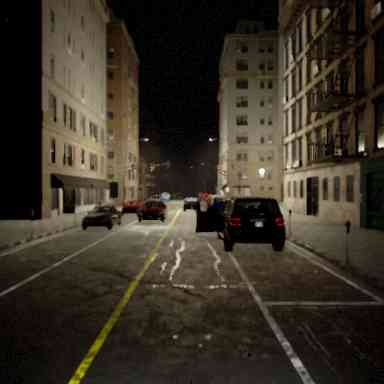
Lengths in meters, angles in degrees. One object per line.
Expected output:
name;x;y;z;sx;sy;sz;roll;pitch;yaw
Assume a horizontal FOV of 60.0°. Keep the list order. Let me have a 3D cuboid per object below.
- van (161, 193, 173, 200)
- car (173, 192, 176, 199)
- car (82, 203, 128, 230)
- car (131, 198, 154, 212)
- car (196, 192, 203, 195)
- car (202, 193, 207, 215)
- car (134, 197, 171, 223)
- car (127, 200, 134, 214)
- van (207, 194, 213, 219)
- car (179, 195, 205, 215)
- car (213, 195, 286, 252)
van;-5.487;1.095;68.976;1.690;1.788;3.998;0;0;0
car;-5.497;1.279;79.789;1.947;1.339;4.313;0;0;0
car;-5.412;1.512;20.480;1.802;1.307;4.206;0;0;0
car;-5.431;1.438;37.013;1.947;1.339;4.313;0;0;0
car;2.619;1.048;74.393;2.192;1.841;5.009;0;0;0
car;2.594;1.187;37.022;2.192;1.841;5.009;0;0;0
car;-2.866;1.392;25.083;1.882;1.535;5.008;0;0;0
car;-5.425;1.436;31.502;1.887;1.381;4.507;0;0;0
van;2.600;1.232;31.510;1.690;1.788;3.998;0;0;0
car;0.009;1.364;36.763;2.128;1.511;4.902;0;0;1
car;2.253;1.173;13.867;2.150;2.045;5.566;0;0;0
